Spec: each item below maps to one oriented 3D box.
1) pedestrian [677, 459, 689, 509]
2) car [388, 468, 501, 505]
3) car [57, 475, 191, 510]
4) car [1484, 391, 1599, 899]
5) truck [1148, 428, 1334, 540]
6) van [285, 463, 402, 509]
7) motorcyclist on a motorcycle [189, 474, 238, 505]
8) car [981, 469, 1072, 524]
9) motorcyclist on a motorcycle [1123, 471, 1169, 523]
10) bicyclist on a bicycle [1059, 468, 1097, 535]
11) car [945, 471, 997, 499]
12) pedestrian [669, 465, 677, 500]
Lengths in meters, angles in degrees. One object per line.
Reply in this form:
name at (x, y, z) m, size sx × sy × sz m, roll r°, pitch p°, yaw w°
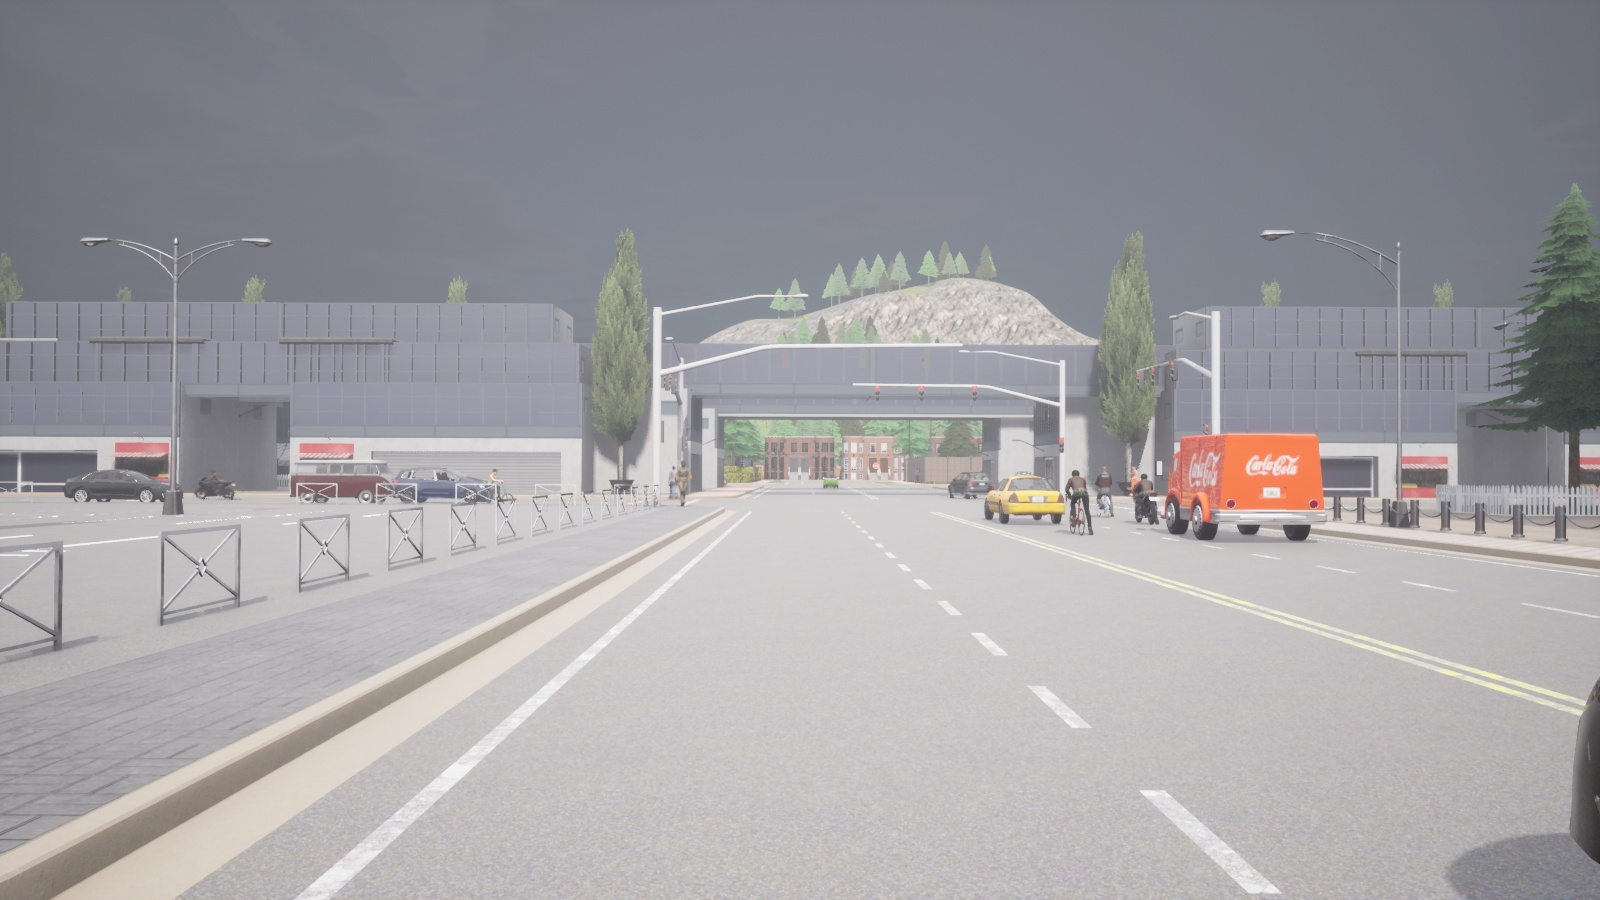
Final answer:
pedestrian at (-4.498, 1.301, 48.370) m, size 0.396 × 1.930 × 0.692 m, roll 0°, pitch -1°, yaw -11°
car at (-16.446, 1.701, 58.287) m, size 4.611 × 1.667 × 2.242 m, roll 0°, pitch -1°, yaw 1°
car at (-29.634, 1.861, 55.121) m, size 4.892 × 1.490 × 1.837 m, roll 0°, pitch -1°, yaw 2°
car at (3.494, 0.611, 1.896) m, size 2.152 × 1.651 × 5.027 m, roll 0°, pitch -1°, yaw 0°
truck at (10.424, 0.793, 30.231) m, size 2.627 × 2.467 × 5.204 m, roll 0°, pitch -1°, yaw 0°
van at (-19.907, 1.566, 54.868) m, size 4.442 × 1.987 × 1.775 m, roll 0°, pitch -1°, yaw 1°
motorcyclist on a motorcycle at (-29.001, 1.953, 62.105) m, size 2.044 × 1.523 × 0.797 m, roll 0°, pitch -1°, yaw 2°
car at (6.909, 1.376, 38.809) m, size 1.801 × 1.575 × 5.366 m, roll 0°, pitch -1°, yaw 0°
motorcyclist on a motorcycle at (10.410, 1.389, 37.836) m, size 0.797 × 1.523 × 2.044 m, roll 0°, pitch -1°, yaw 0°
bicyclist on a bicycle at (6.926, 1.265, 31.345) m, size 0.582 × 1.620 × 1.656 m, roll 0°, pitch -1°, yaw 0°
car at (9.785, 1.960, 72.006) m, size 1.789 × 1.549 × 3.705 m, roll 0°, pitch -1°, yaw -12°
pedestrian at (-6.792, 1.741, 67.107) m, size 0.354 × 1.836 × 0.706 m, roll 0°, pitch -1°, yaw -14°
